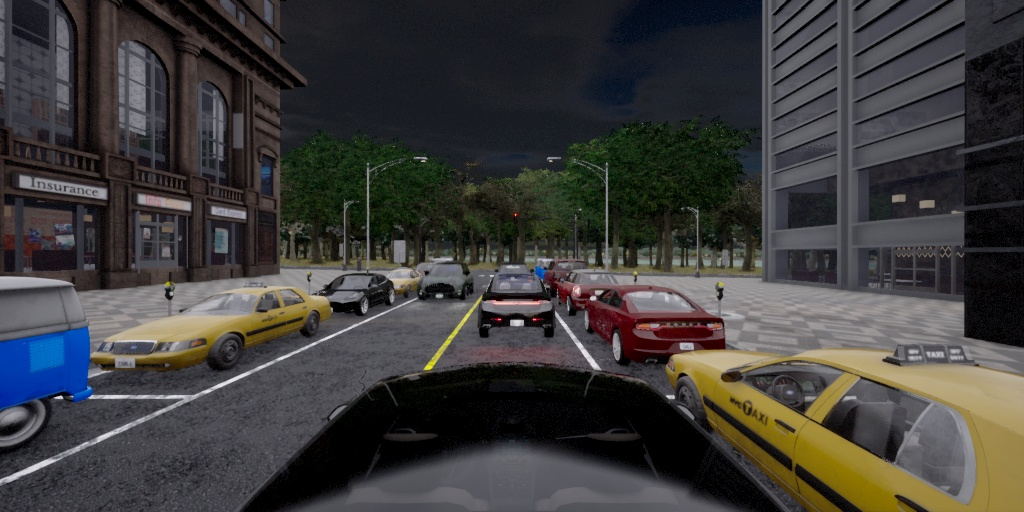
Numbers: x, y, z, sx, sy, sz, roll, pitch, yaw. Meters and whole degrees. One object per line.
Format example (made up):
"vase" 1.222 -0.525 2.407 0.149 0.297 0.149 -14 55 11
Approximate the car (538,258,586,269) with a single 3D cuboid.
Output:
"car" 2.789 1.066 18.779 2.192 1.841 5.009 0 0 0

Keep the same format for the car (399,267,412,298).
"car" -5.737 1.277 18.622 1.751 1.417 4.829 0 0 0

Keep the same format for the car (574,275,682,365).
"car" 2.772 1.295 7.904 1.888 1.381 4.507 0 0 0

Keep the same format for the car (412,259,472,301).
"car" -3.054 1.103 17.384 2.097 1.767 4.553 0 0 0

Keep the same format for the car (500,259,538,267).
"car" 0.128 1.103 19.183 2.097 1.767 4.553 0 0 1

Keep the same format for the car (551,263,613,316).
"car" 2.780 1.190 13.341 1.967 1.591 4.097 0 0 0

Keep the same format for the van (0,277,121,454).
"van" -5.762 1.091 2.479 1.690 1.789 3.998 0 0 0

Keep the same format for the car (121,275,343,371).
"car" -5.754 1.275 7.747 1.751 1.417 4.829 0 0 0

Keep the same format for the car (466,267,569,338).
"car" 0.114 1.242 10.218 2.128 1.511 4.902 0 0 0

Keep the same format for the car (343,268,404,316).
"car" -5.745 1.316 13.354 1.948 1.339 4.313 0 0 0

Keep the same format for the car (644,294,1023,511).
"car" 2.763 1.275 2.636 1.751 1.417 4.829 0 0 0
